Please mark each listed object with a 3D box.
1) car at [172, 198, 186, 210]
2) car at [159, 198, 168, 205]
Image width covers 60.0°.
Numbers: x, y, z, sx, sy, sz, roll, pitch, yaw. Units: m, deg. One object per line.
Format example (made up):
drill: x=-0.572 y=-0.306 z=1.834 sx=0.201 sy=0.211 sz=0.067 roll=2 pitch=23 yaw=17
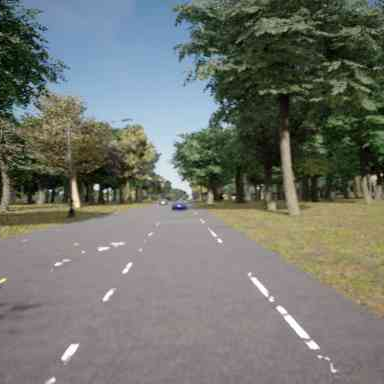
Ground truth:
car: x=-1.828 y=1.859 z=47.654 sx=1.994 sy=1.385 sz=4.181 roll=-2 pitch=0 yaw=-2
car: x=-6.345 y=2.188 z=73.849 sx=2.128 sy=1.511 sz=4.902 roll=-2 pitch=0 yaw=-2
